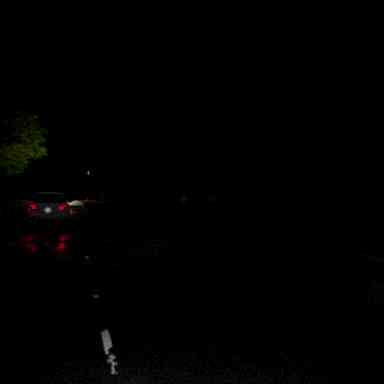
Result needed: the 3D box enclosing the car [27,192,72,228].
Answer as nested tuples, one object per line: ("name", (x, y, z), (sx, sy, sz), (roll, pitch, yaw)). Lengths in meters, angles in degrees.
("car", (-8.563, 0.996, 20.167), (2.150, 2.045, 5.566), (1, 0, -20))
